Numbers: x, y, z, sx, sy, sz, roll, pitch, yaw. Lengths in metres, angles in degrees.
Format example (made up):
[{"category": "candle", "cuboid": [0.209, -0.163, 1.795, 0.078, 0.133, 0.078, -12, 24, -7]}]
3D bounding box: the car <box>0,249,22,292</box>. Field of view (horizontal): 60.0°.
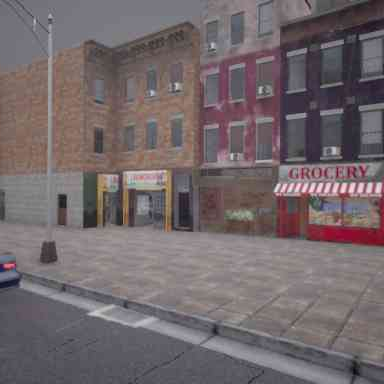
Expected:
[{"category": "car", "cuboid": [-6.043, 1.546, 7.624, 5.357, 1.411, 2.033, 0, 0, 35]}]
